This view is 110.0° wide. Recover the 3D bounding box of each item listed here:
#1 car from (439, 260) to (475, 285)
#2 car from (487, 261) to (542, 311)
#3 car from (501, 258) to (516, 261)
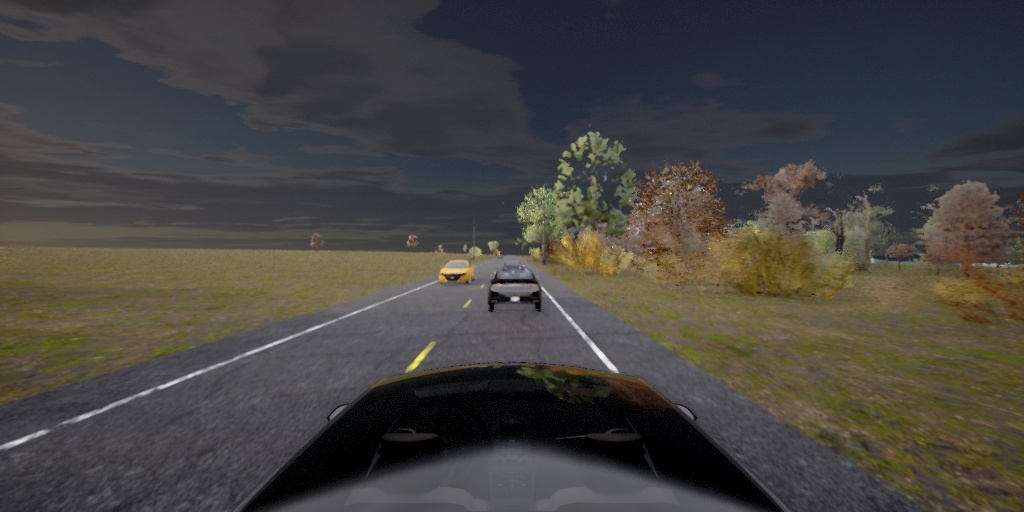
[{"bbox_3d":[-3.598,1.020,24.148,1.882,1.535,5.008,0,1,0],"label":"car"},{"bbox_3d":[0.097,1.130,13.744,2.128,1.511,4.902,0,1,0],"label":"car"},{"bbox_3d":[0.094,1.057,33.552,1.895,1.301,4.718,0,1,0],"label":"car"}]
